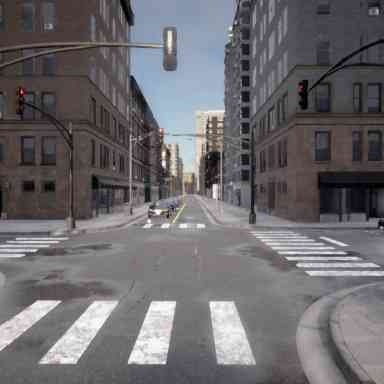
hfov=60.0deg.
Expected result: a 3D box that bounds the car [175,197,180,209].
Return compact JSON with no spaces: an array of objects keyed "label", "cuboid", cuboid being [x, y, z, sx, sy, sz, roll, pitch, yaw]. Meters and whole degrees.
[{"label":"car","cuboid":[-2.824,1.617,39.214,1.895,1.301,4.718,0,0,0]}]

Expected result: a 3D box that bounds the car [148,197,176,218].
[{"label":"car","cuboid":[-2.836,1.499,30.020,2.128,1.511,4.902,0,0,0]}]

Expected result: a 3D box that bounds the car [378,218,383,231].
[{"label":"car","cuboid":[12.379,1.563,17.894,4.313,1.339,1.947,0,0,0]}]

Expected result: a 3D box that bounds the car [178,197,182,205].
[{"label":"car","cuboid":[-2.810,1.555,49.091,1.812,1.442,4.674,0,0,0]}]
